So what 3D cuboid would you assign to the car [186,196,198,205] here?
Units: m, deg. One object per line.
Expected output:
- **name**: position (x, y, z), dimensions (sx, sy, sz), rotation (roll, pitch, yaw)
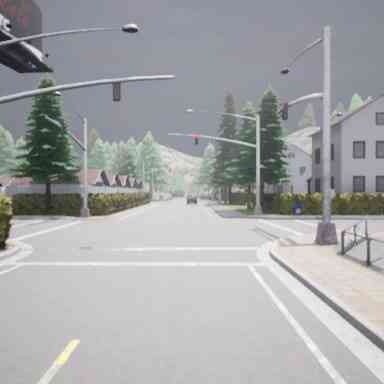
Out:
- **car**: position (-0.014, 1.490, 59.446), dimensions (1.837, 1.490, 4.892), rotation (0, 0, 0)
